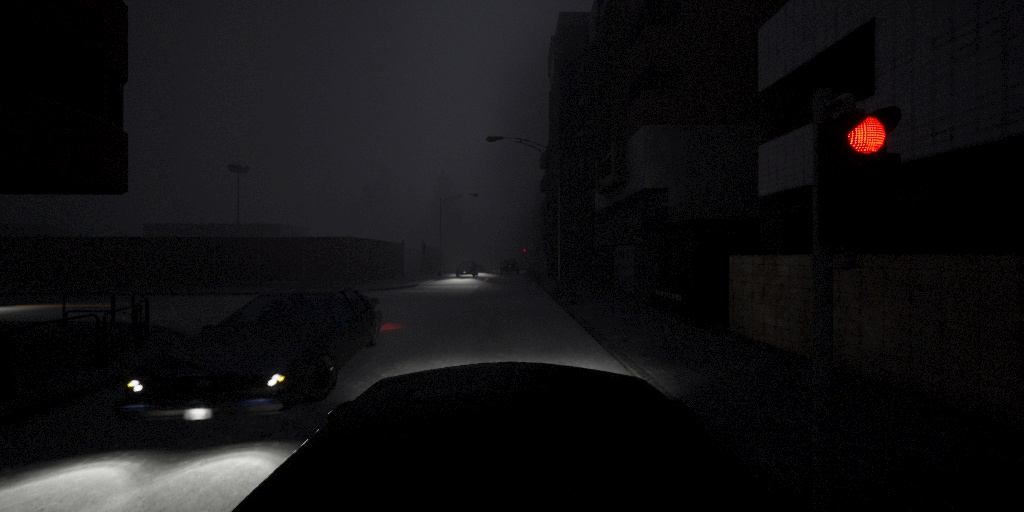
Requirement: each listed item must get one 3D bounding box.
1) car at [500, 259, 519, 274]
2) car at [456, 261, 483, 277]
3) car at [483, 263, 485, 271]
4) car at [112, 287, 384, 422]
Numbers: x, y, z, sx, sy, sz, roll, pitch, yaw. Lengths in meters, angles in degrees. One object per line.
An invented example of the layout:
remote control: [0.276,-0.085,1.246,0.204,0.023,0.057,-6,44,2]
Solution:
car: [-0.265,1.103,41.535,2.097,1.767,4.553,0,0,-1]
car: [-4.409,1.241,35.652,2.128,1.511,4.902,0,0,0]
car: [-4.476,1.351,45.766,1.895,1.301,4.718,0,0,0]
car: [-3.706,1.297,6.456,2.033,1.411,5.357,0,0,-8]
